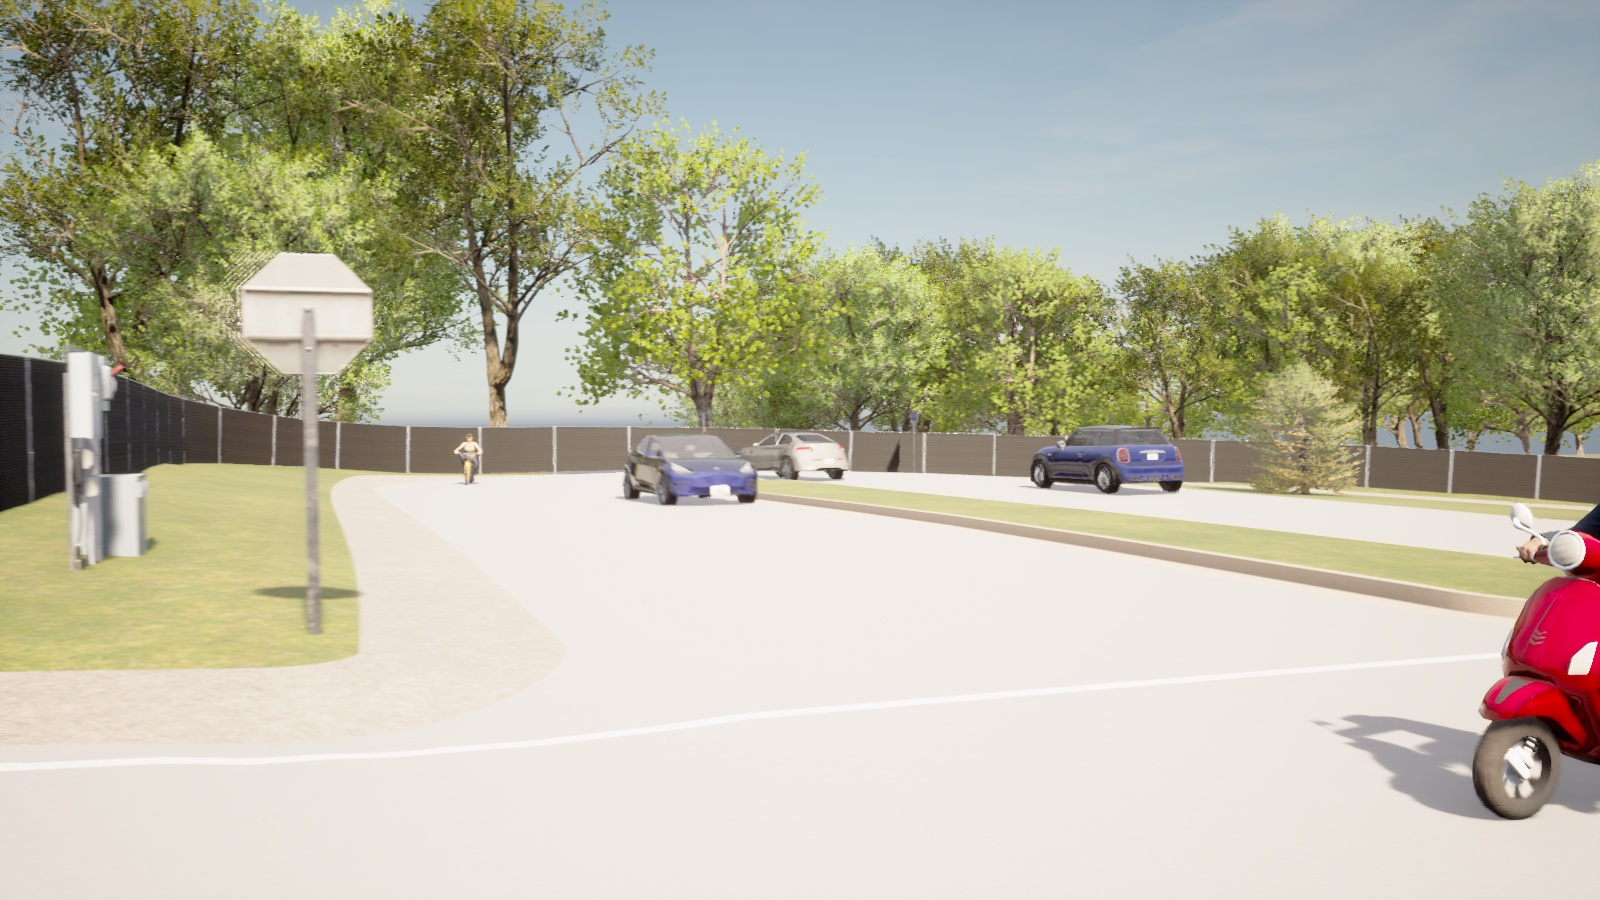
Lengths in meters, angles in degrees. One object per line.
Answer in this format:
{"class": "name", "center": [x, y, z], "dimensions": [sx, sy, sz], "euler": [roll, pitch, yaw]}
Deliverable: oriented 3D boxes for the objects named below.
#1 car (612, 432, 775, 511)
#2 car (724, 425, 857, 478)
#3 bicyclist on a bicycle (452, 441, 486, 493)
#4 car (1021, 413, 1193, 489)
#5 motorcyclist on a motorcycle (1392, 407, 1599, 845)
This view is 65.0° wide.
{"class": "car", "center": [-2.411, 0.424, 27.035], "dimensions": [2.163, 1.488, 4.792], "euler": [-2, 0, -21]}
{"class": "car", "center": [-0.398, 0.038, 43.206], "dimensions": [2.152, 1.651, 5.027], "euler": [-2, 1, -33]}
{"class": "bicyclist on a bicycle", "center": [-10.332, 0.513, 39.230], "dimensions": [0.866, 1.612, 1.509], "euler": [0, 1, -8]}
{"class": "car", "center": [7.818, -0.015, 32.458], "dimensions": [2.097, 1.767, 4.553], "euler": [-2, 1, -20]}
{"class": "motorcyclist on a motorcycle", "center": [3.528, 0.611, 5.267], "dimensions": [1.817, 1.590, 0.866], "euler": [-1, 2, -21]}
